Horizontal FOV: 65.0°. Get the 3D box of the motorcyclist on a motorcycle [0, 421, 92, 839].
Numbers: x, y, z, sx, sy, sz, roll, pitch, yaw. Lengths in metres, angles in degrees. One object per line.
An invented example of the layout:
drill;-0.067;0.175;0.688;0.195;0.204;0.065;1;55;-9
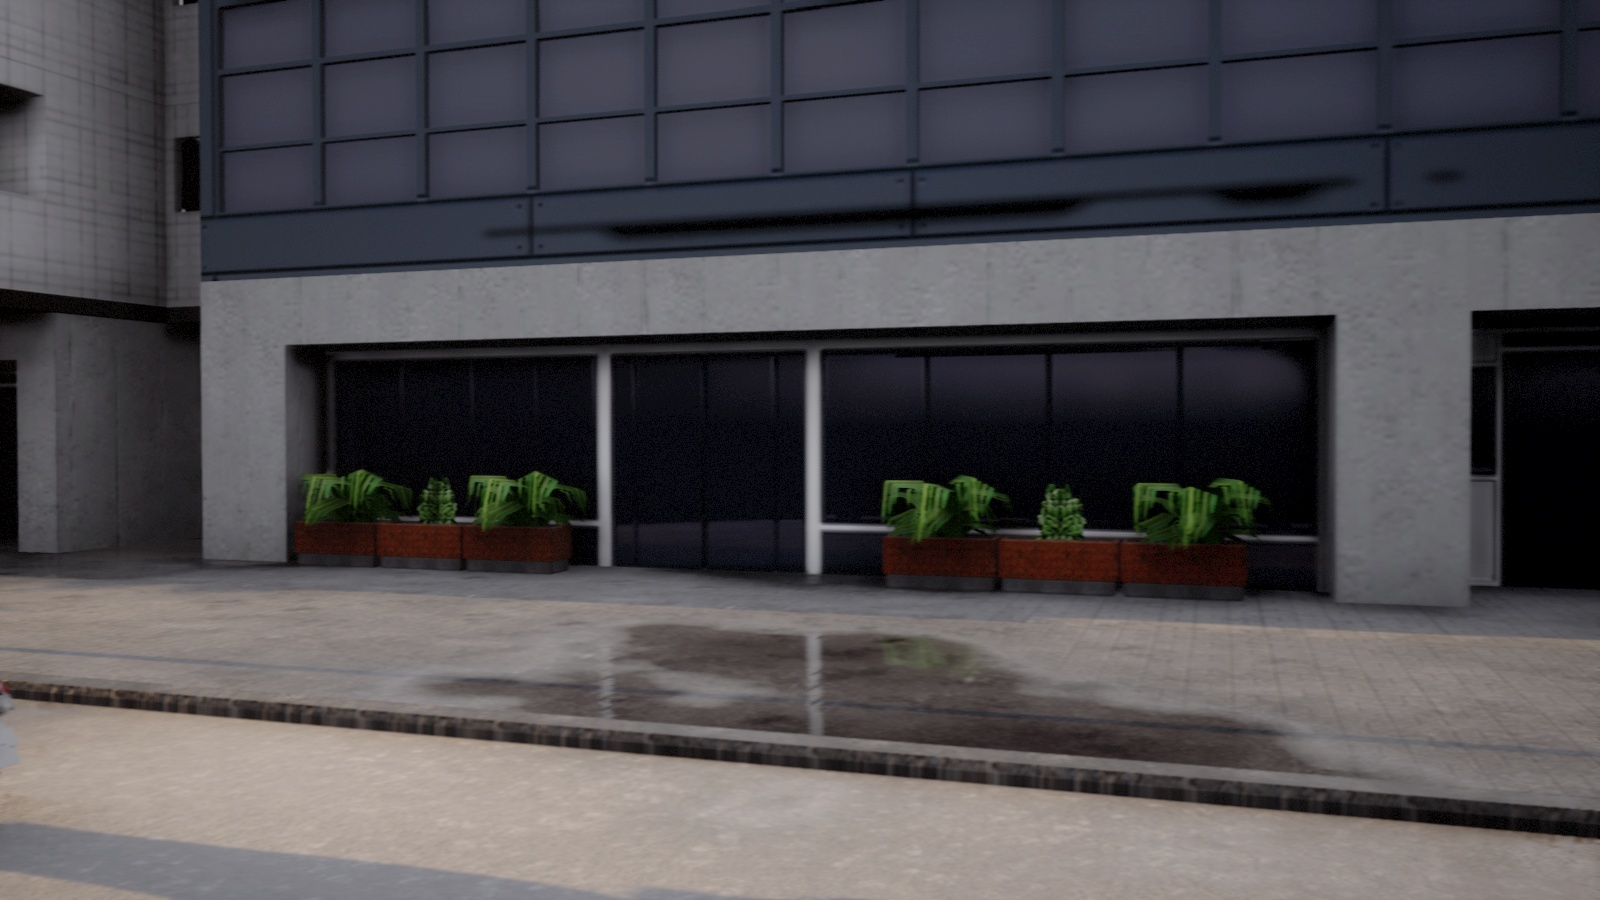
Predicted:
motorcyclist on a motorcycle;-3.909;0.676;5.032;1.817;1.590;0.866;1;1;19
